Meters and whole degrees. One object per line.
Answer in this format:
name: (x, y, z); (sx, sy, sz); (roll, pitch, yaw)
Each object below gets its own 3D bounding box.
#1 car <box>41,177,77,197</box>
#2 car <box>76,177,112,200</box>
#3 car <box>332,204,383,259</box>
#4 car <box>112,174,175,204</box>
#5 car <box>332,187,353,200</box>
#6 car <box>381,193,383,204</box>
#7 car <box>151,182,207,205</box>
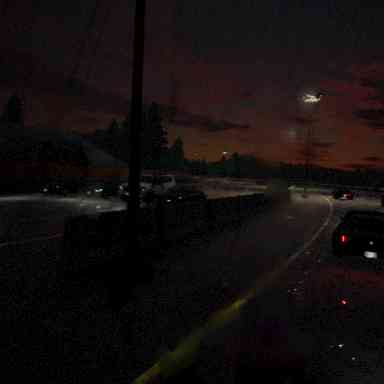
car: (-9.836, -0.475, 26.866); (2.128, 1.511, 4.902); (4, 3, 25)
car: (-6.372, -0.258, 26.034); (1.837, 1.490, 4.892); (4, 3, 25)
car: (5.614, 1.248, 10.414); (1.895, 1.301, 4.718); (4, 4, 28)
car: (-3.102, -0.322, 24.677); (2.150, 2.045, 5.566); (4, 4, 25)
car: (17.899, 0.104, 39.564); (1.812, 1.442, 4.674); (4, 4, 17)
car: (17.869, 0.528, 28.801); (2.097, 1.767, 4.553); (4, 3, 20)
car: (-0.550, 0.286, 22.021); (1.994, 1.385, 4.181); (4, 4, 25)
